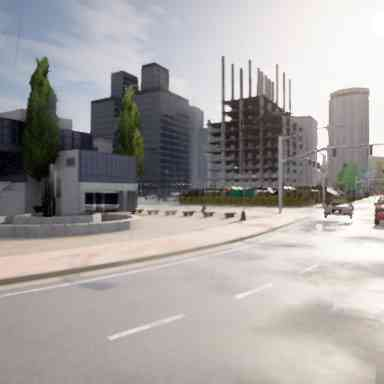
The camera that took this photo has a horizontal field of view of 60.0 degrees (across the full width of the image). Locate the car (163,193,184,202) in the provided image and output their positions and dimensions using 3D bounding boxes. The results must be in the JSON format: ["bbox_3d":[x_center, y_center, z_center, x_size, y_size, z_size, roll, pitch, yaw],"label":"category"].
[{"bbox_3d":[-4.281,1.667,77.647,1.970,1.475,3.806,0,0,31],"label":"car"}]

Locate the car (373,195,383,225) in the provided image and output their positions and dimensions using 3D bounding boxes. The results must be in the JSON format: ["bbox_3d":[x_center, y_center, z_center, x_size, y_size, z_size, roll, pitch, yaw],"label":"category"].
[{"bbox_3d":[14.539,1.278,24.166,2.150,2.045,5.566,0,0,30],"label":"car"}]

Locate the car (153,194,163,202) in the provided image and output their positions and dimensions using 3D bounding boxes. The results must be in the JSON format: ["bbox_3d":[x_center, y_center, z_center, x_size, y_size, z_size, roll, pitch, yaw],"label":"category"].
[{"bbox_3d":[-6.753,1.439,79.155,1.905,1.878,3.866,0,0,31],"label":"car"}]

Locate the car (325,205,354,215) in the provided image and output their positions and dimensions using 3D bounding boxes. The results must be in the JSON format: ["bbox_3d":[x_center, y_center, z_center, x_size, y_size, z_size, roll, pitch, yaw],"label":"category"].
[{"bbox_3d":[11.521,1.269,25.938,1.994,1.385,4.181,0,0,30],"label":"car"}]
